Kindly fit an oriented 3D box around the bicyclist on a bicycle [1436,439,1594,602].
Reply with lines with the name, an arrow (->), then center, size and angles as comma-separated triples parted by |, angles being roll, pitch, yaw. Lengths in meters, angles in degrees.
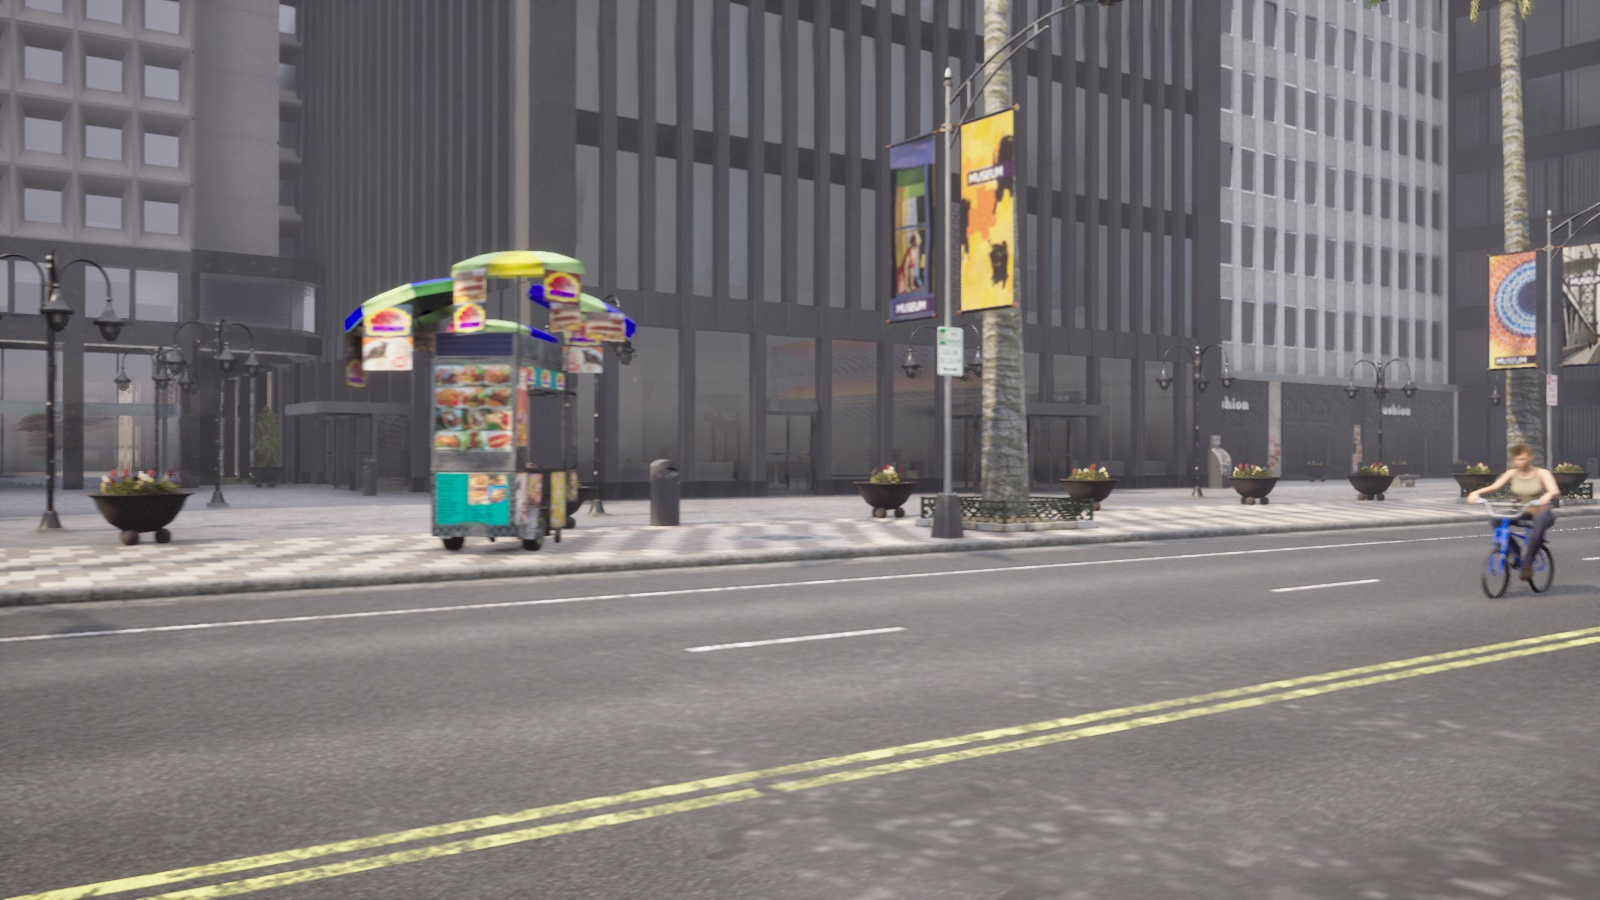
bicyclist on a bicycle -> 7.507, 0.698, 13.182 | 1.509, 1.612, 0.866 | 0, 0, -35
